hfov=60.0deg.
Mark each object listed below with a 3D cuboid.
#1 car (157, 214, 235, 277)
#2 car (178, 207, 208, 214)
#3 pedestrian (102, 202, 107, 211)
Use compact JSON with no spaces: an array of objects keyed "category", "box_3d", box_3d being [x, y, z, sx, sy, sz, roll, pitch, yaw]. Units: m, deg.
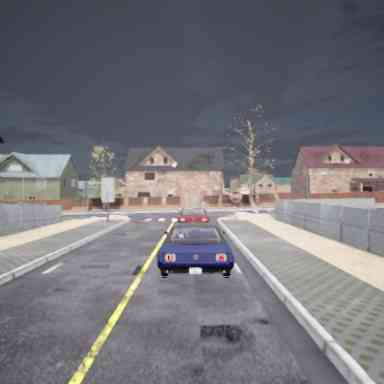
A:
[{"category":"car","box_3d":[0.094,1.576,10.105,1.895,1.301,4.718,0,0,0]},{"category":"car","box_3d":[0.053,1.560,20.541,1.895,1.301,4.718,0,0,-1]},{"category":"pedestrian","box_3d":[-9.632,1.194,36.714,0.375,1.860,0.375,0,2,0]}]
